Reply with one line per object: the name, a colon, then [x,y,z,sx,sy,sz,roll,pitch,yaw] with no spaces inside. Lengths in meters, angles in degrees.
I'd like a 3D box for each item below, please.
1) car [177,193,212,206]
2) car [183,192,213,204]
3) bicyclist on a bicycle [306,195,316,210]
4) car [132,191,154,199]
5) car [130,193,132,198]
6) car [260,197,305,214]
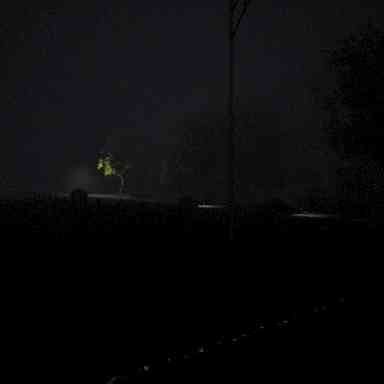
car: [0.091,1.006,44.181,2.033,1.411,5.357,0,1,-33]
car: [0.840,0.880,48.433,1.882,1.535,5.008,0,1,-33]
bicyclist on a bicycle: [12.758,1.125,35.730,1.656,1.620,0.582,0,1,-33]
car: [-8.149,0.381,56.946,1.994,1.385,4.181,0,1,-33]
car: [-10.712,0.553,66.063,2.128,1.511,4.902,0,1,-33]
car: [8.438,1.225,31.415,1.812,1.442,4.674,0,1,-33]
